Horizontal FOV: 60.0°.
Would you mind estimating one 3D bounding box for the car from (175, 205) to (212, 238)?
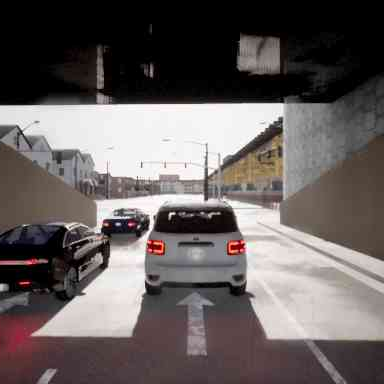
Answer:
[{"bbox_3d":[0.059,1.522,18.448,1.812,1.442,4.674,0,0,0],"label":"car"}]

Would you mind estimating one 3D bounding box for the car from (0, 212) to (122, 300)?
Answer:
[{"bbox_3d":[-3.422,1.489,8.360,2.128,1.511,4.902,0,0,0],"label":"car"}]

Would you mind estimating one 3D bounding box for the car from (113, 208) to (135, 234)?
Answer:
[{"bbox_3d":[-3.420,1.543,17.910,2.033,1.411,5.357,0,0,0],"label":"car"}]

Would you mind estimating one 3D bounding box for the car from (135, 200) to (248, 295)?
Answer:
[{"bbox_3d":[0.083,1.219,8.885,2.150,2.045,5.566,0,0,0],"label":"car"}]
